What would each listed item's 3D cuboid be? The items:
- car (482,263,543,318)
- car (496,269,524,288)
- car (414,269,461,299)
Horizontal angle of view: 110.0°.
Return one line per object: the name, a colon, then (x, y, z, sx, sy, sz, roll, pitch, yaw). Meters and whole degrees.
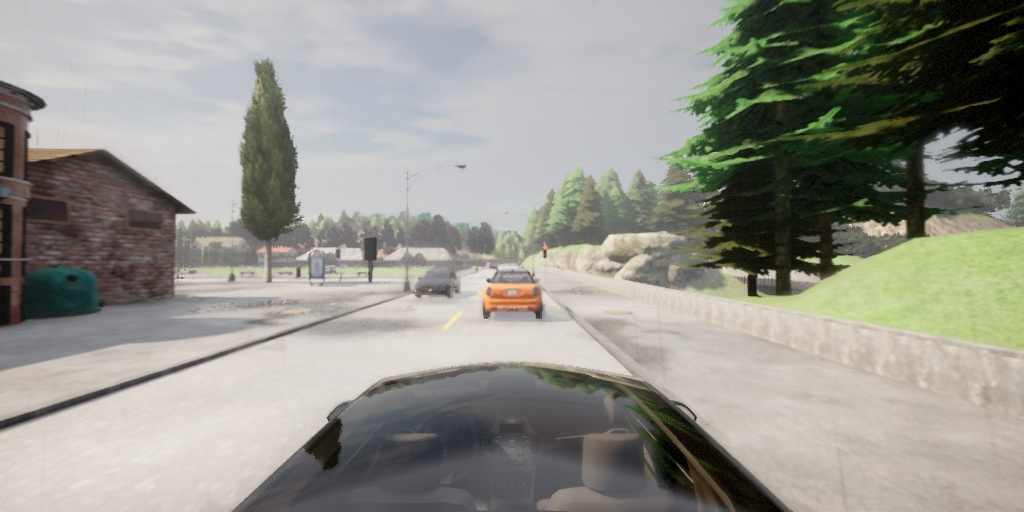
car: (0.040, 1.270, 13.991, 2.097, 1.767, 4.553, 0, -1, 1)
car: (-0.248, 1.717, 28.449, 1.895, 1.301, 4.718, 0, -1, -4)
car: (-4.047, 1.509, 20.165, 1.837, 1.490, 4.892, 0, -1, 1)
